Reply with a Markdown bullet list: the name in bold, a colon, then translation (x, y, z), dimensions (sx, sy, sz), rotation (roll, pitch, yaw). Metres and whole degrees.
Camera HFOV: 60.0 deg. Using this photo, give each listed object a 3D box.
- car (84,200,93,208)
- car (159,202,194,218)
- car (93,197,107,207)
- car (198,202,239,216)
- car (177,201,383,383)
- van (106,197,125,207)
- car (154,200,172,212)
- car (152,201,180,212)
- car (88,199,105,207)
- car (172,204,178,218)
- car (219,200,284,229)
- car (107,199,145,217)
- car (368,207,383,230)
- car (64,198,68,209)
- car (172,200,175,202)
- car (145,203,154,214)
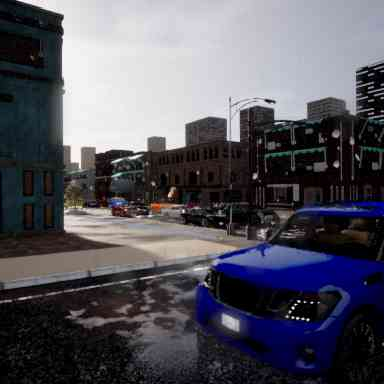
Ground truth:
- **car**: translation (-19.309, 2.229, 63.075), dimensions (1.994, 1.385, 4.181), rotation (-1, 0, -35)
- **car**: translation (-0.886, 1.898, 31.561), dimensions (1.895, 1.301, 4.718), rotation (-1, 0, -35)
- **car**: translation (-16.373, 1.939, 63.390), dimensions (2.192, 1.841, 5.009), rotation (-1, 0, -35)
- **car**: translation (2.841, 1.809, 36.298), dimensions (2.008, 1.369, 4.403), rotation (-2, 0, -35)
- **car**: translation (2.714, 1.220, 5.611), dimensions (5.566, 2.045, 2.150), rotation (0, 0, -35)
- **van**: translation (-13.171, 1.906, 58.875), dimensions (1.690, 1.788, 3.998), rotation (-1, 0, -35)
- **car**: translation (-3.558, 1.720, 40.850), dimensions (2.097, 1.767, 4.553), rotation (-1, 0, -35)
- **car**: translation (-3.560, 1.965, 45.329), dimensions (1.802, 1.307, 4.206), rotation (-2, 0, -35)
- **car**: translation (-19.569, 2.227, 67.905), dimensions (1.887, 1.381, 4.507), rotation (-1, 0, -35)
- **car**: translation (0.732, 1.814, 24.575), dimensions (1.947, 1.339, 4.313), rotation (-1, 0, -35)
- **car**: translation (4.209, 1.547, 24.257), dimensions (2.097, 1.767, 4.553), rotation (-1, 0, -34)
- **car**: translation (-7.198, 1.846, 35.965), dimensions (1.967, 1.590, 4.097), rotation (-1, 0, -35)
- **car**: translation (13.722, 1.608, 20.514), dimensions (4.718, 1.301, 1.895), rotation (0, -1, -3)
- **car**: translation (-23.105, 2.232, 58.403), dimensions (1.752, 1.417, 4.829), rotation (-1, 0, -35)
- **car**: translation (-0.360, 1.903, 40.814), dimensions (1.802, 1.307, 4.206), rotation (-2, 0, -35)
- **car**: translation (-6.793, 1.918, 39.903), dimensions (1.837, 1.490, 4.892), rotation (-1, 0, -35)
